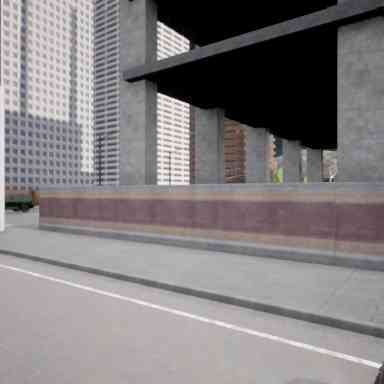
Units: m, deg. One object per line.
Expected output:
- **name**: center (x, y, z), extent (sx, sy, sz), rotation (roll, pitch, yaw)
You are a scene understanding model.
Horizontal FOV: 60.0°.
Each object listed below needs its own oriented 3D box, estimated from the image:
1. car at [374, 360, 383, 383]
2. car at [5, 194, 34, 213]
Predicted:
- **car**: center (3.713, 1.547, 1.347), extent (5.357, 1.411, 2.033), rotation (0, 0, 35)
- **car**: center (-19.906, 1.221, 35.665), extent (2.150, 2.045, 5.566), rotation (0, 0, 36)
